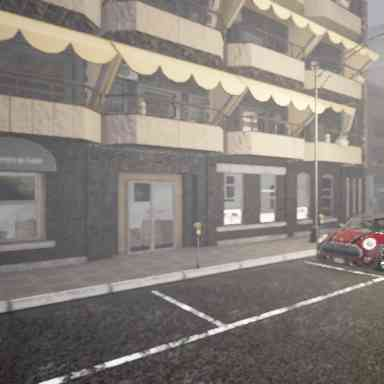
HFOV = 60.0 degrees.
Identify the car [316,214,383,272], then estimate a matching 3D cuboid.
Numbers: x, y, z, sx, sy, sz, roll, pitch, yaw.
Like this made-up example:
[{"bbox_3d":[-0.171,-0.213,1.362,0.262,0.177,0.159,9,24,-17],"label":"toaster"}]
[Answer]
[{"bbox_3d":[5.845,1.443,10.734,4.097,1.590,1.967,0,0,-36],"label":"car"}]
